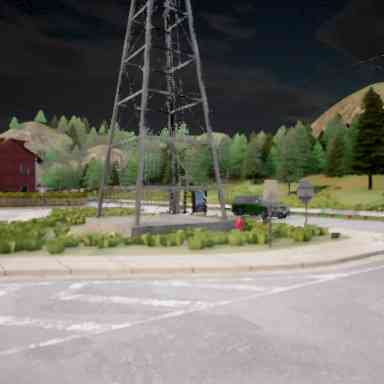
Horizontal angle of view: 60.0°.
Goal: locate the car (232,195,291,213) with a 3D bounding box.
[{"bbox_3d":[5.809,1.286,28.735,2.150,2.045,5.566,0,0,-34],"label":"car"}]
